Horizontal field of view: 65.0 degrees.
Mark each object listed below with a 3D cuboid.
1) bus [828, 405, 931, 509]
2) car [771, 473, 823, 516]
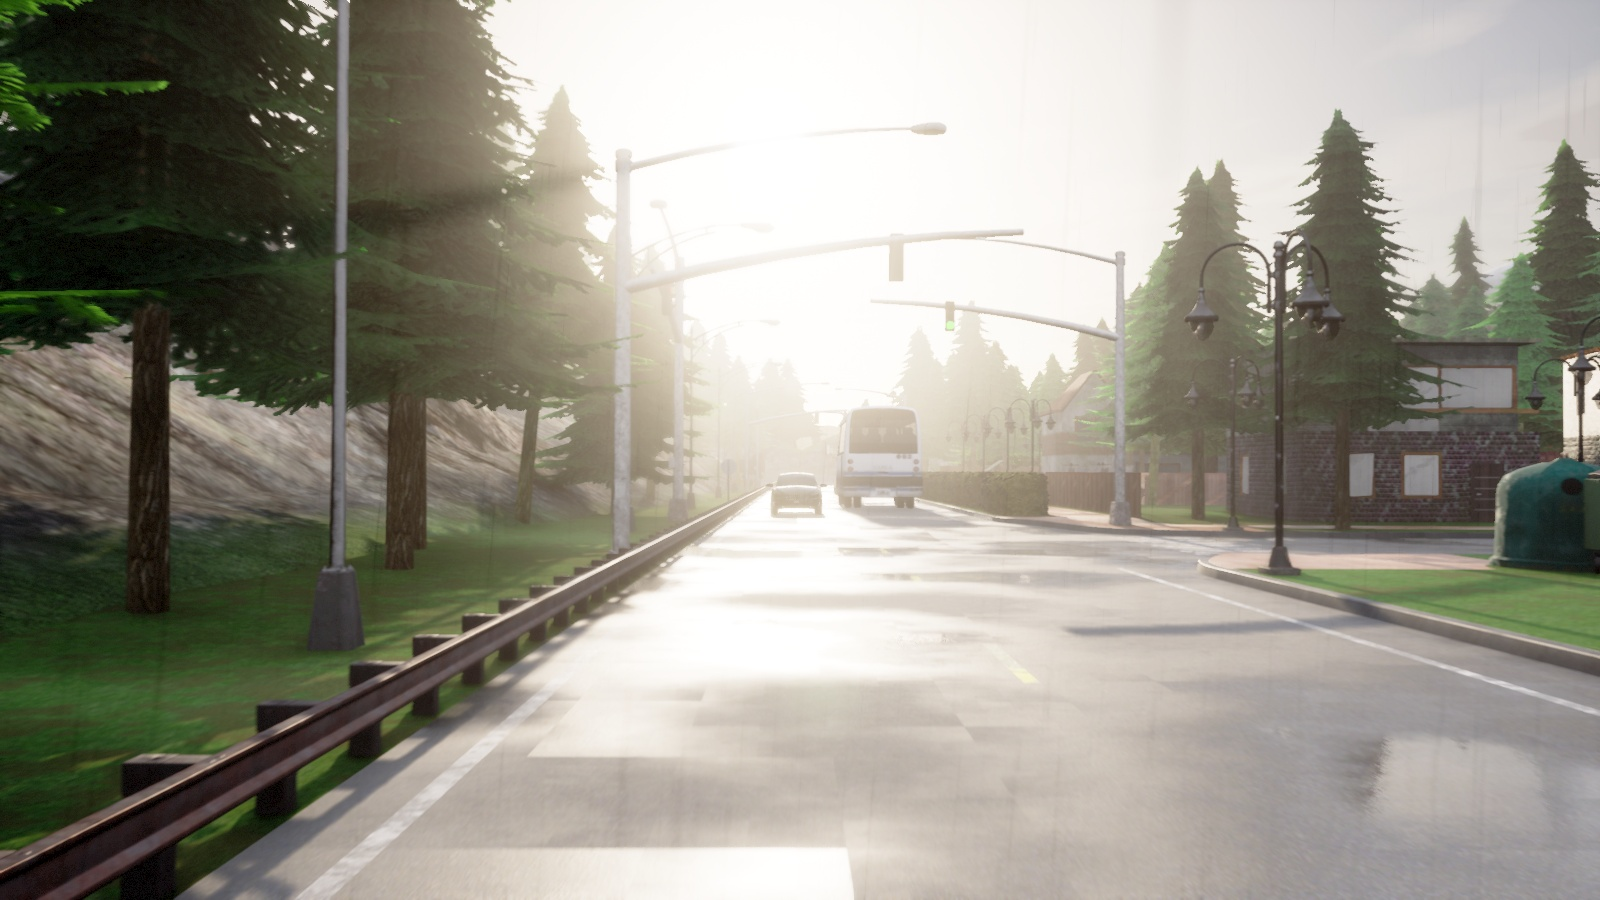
[{"bbox_3d":[3.359,0.369,56.414,3.944,4.253,10.273,0,-1,0],"label":"bus"},{"bbox_3d":[-0.112,1.593,46.170,1.837,1.490,4.892,0,-1,0],"label":"car"}]
